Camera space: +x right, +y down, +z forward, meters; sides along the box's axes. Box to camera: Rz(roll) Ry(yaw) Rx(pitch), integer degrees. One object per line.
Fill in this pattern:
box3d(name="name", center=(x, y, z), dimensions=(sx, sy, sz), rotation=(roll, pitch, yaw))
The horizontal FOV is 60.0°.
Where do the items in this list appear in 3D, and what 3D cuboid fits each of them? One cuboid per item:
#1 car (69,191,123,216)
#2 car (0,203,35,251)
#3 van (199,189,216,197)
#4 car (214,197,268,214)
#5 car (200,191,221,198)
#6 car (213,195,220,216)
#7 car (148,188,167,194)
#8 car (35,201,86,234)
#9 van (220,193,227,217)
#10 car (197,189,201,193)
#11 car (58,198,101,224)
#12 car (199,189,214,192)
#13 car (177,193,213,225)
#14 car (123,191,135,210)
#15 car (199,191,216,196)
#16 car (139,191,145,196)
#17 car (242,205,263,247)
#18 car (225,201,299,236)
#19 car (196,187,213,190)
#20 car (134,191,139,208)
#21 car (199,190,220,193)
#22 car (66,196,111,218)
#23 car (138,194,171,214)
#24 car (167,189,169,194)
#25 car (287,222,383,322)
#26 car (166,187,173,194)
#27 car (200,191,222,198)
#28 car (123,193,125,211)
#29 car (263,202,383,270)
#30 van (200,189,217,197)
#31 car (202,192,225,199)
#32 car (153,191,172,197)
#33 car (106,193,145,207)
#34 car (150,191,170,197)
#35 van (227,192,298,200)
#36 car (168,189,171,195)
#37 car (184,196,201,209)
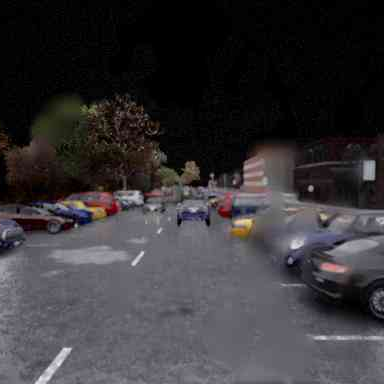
box3d(name="car", center=(-8.574, 1.026, 25.828), dimensions=(5.566, 2.045, 2.435), rotation=(0, 0, 0))
box3d(name="car", center=(-8.574, 1.264, 12.030), dimensions=(4.553, 1.767, 2.185), rotation=(0, 0, 0))
box3d(name="van", center=(4.281, 0.266, 91.160), dimensions=(4.442, 1.987, 1.878), rotation=(0, 1, 0))
box3d(name="car", center=(4.562, 1.260, 31.530), dimensions=(4.792, 1.488, 2.163), rotation=(0, 0, 0))
box3d(name="car", center=(4.364, 0.609, 79.981), dimensions=(5.008, 1.535, 2.097), rotation=(0, 1, 0))
box3d(name="car", center=(4.540, 1.255, 28.746), dimensions=(4.892, 1.521, 2.231), rotation=(0, 0, 0))
box3d(name="car", center=(-8.199, 0.569, 71.498), dimensions=(4.553, 1.767, 2.185), rotation=(0, 1, 0))
box3d(name="car", center=(-8.514, 1.374, 17.599), dimensions=(4.792, 1.488, 2.163), rotation=(0, 0, 0))
box3d(name="van", center=(4.650, 1.052, 25.837), dimensions=(4.442, 1.987, 1.878), rotation=(0, 0, 0))
box3d(name="car", center=(4.170, 0.663, 74.330), dimensions=(5.366, 1.575, 1.946), rotation=(0, 1, 0))
box3d(name="car", center=(-8.550, 1.322, 20.386), dimensions=(5.008, 1.535, 2.097), rotation=(0, 0, 0))
box3d(name="car", center=(4.346, 0.735, 71.504), dimensions=(4.674, 1.452, 2.002), rotation=(0, 1, 0))
box3d(name="car", center=(0.097, 1.174, 22.784), dimensions=(2.097, 1.767, 4.553), rotation=(0, 0, 0))
box3d(name="car", center=(-8.579, 1.083, 34.183), dimensions=(4.553, 1.767, 2.185), rotation=(0, 0, 0))
box3d(name="car", center=(4.402, 0.477, 94.122), dimensions=(4.674, 1.452, 2.002), rotation=(0, 2, 0))
box3d(name="car", center=(-8.578, 0.910, 39.877), dimensions=(5.566, 2.045, 2.435), rotation=(0, 0, 0))
box3d(name="car", center=(4.531, 1.390, 12.047), dimensions=(4.892, 1.521, 2.231), rotation=(0, 0, 0))
box3d(name="car", center=(4.351, 1.364, 14.830), dimensions=(5.366, 1.575, 1.946), rotation=(0, 0, 0))
box3d(name="car", center=(4.405, 0.329, 82.804), dimensions=(5.566, 2.045, 2.435), rotation=(0, 1, 0))
box3d(name="car", center=(-8.579, 1.060, 36.968), dimensions=(4.553, 1.767, 2.185), rotation=(0, 0, 0))
box3d(name="car", center=(4.306, 0.782, 65.852), dimensions=(4.792, 1.488, 2.163), rotation=(0, 1, 0))
box3d(name="car", center=(-8.731, 1.297, 23.045), dimensions=(5.366, 1.575, 1.946), rotation=(0, 0, 0))
box3d(name="car", center=(-3.509, 1.244, 31.846), dimensions=(2.128, 1.511, 4.902), rotation=(0, 0, 0))
box3d(name="car", center=(-8.218, 0.667, 74.199), dimensions=(5.008, 1.535, 2.097), rotation=(0, 1, 0))
box3d(name="car", center=(4.535, 1.472, 6.481), dimensions=(4.674, 1.452, 2.002), rotation=(0, 0, 0))
box3d(name="car", center=(-8.158, 0.273, 88.314), dimensions=(5.566, 2.045, 2.435), rotation=(0, 1, 0))
box3d(name="car", center=(4.368, 0.638, 77.156), dimensions=(5.008, 1.535, 2.097), rotation=(0, 1, 0))
box3d(name="car", center=(-8.515, 1.128, 28.738), dimensions=(4.553, 1.767, 2.185), rotation=(0, 0, 0))
box3d(name="car", center=(4.569, 1.286, 9.262), dimensions=(4.553, 1.767, 2.185), rotation=(0, 0, 0))
box3d(name="van", center=(4.267, 0.326, 85.630), dimensions=(4.442, 1.987, 1.878), rotation=(0, 1, 0))
box3d(name="car", center=(4.340, 0.764, 68.679), dimensions=(4.674, 1.452, 2.002), rotation=(0, 1, 0))
box3d(name="car", center=(-8.173, 0.492, 91.151), dimensions=(5.008, 1.535, 2.097), rotation=(0, 0, 0))
box3d(name="car", center=(-8.518, 1.013, 42.663), dimensions=(4.553, 1.767, 2.185), rotation=(0, 0, 0))
box3d(name="car", center=(-8.164, 0.582, 85.493), dimensions=(4.792, 1.488, 2.163), rotation=(0, 1, 0))
box3d(name="van", center=(4.652, 1.097, 20.395), dimensions=(4.442, 1.987, 1.878), rotation=(0, 0, 0))
box3d(name="car", center=(-8.215, 0.610, 79.971), dimensions=(4.892, 1.521, 2.231), rotation=(0, 1, 0))
box3d(name="car", center=(0.109, 1.216, 41.498), dimensions=(2.033, 1.411, 5.357), rotation=(0, 0, 0))
